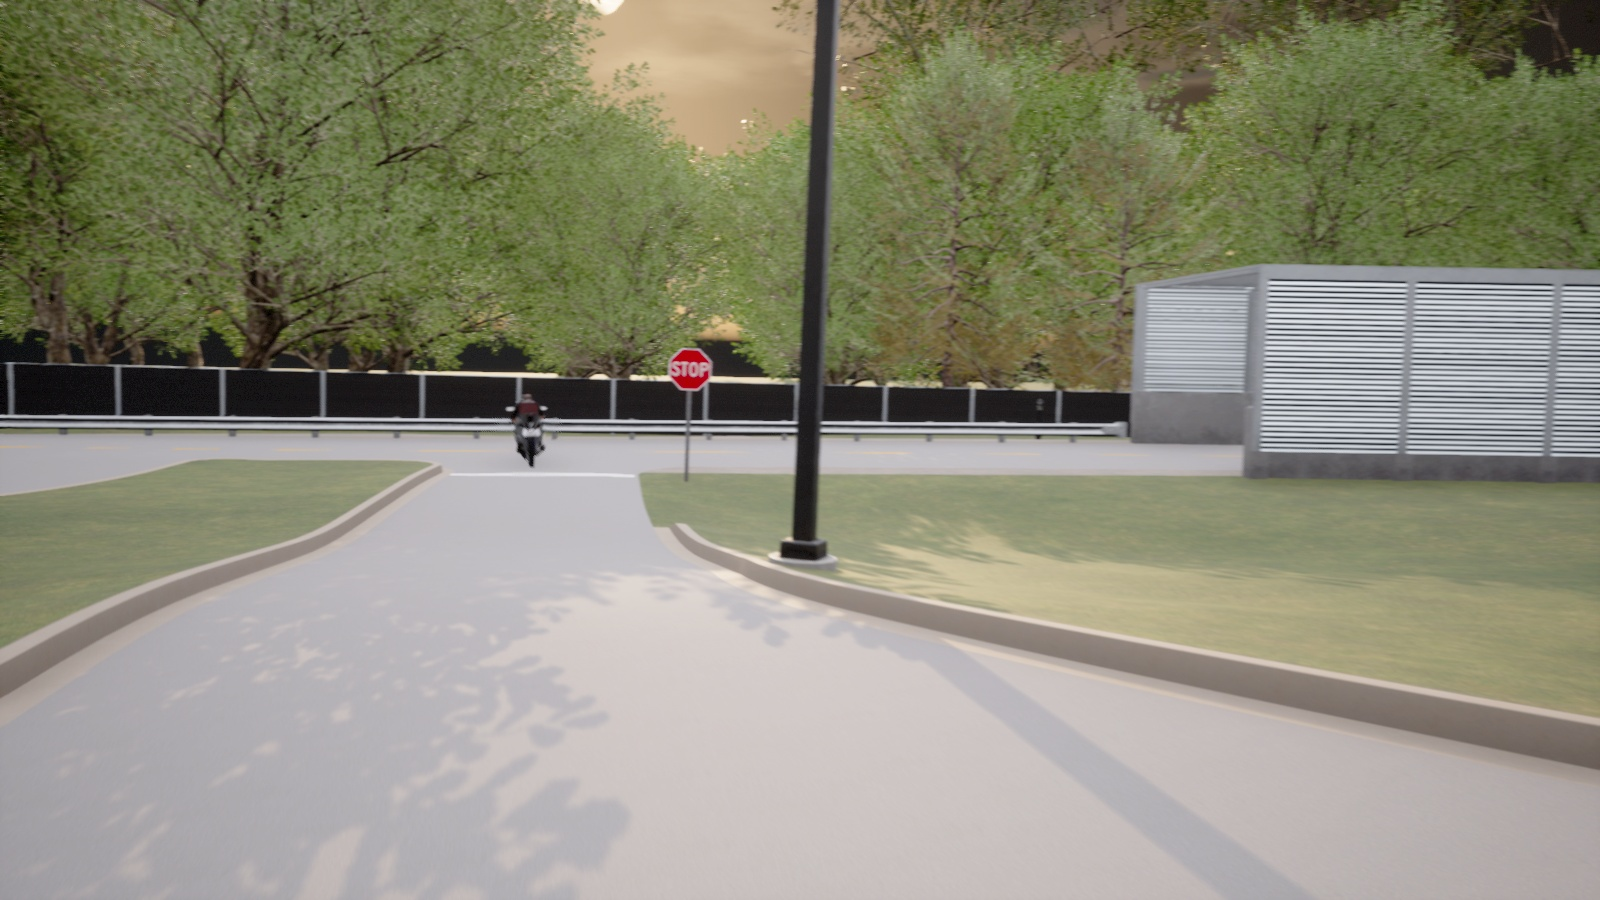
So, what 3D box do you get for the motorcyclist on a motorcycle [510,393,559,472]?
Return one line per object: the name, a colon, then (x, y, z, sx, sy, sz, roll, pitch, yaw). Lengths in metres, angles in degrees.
motorcyclist on a motorcycle: (-5.747, -0.415, 27.142, 0.866, 1.530, 2.191, -2, 5, -16)
